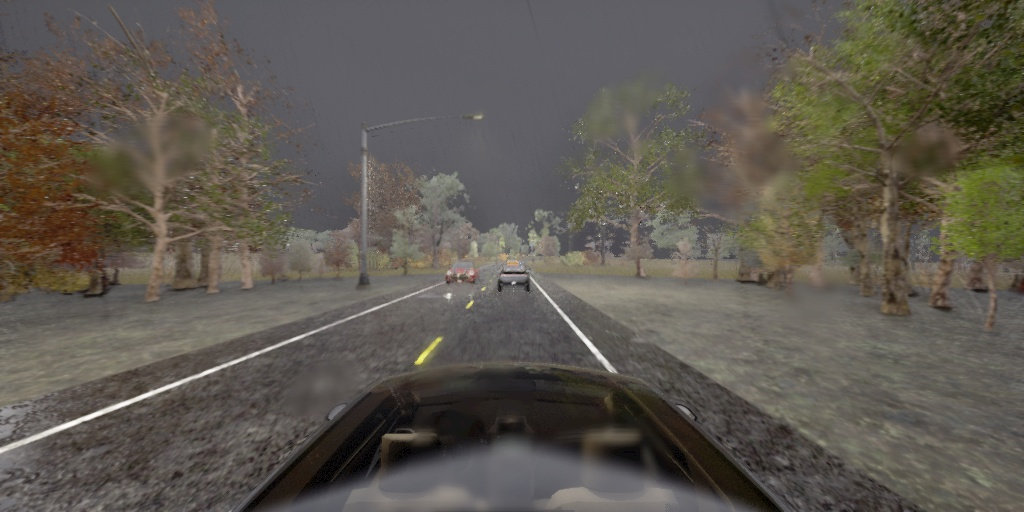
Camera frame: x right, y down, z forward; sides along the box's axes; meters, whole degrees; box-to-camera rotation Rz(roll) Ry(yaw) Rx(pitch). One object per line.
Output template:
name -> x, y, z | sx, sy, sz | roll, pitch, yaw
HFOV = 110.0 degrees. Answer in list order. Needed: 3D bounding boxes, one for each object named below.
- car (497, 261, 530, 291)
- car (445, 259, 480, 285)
car -> 0.105, 1.276, 22.194 | 2.128, 1.511, 4.902 | 0, 0, 0
car -> -3.578, 1.143, 26.743 | 2.097, 1.767, 4.553 | 0, 0, 0
